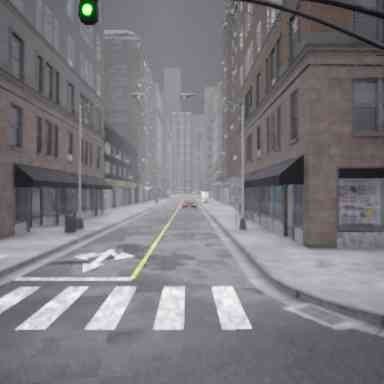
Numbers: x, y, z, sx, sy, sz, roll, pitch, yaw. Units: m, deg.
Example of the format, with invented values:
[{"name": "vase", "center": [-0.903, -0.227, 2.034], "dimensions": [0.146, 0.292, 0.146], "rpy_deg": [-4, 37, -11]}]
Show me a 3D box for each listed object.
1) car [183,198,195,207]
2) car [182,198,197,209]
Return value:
[{"name": "car", "center": [-0.422, 1.636, 54.730], "dimensions": [1.895, 1.301, 4.718], "rpy_deg": [0, 0, 0]}, {"name": "car", "center": [-0.341, 1.632, 44.726], "dimensions": [1.895, 1.301, 4.718], "rpy_deg": [0, 0, 0]}]
